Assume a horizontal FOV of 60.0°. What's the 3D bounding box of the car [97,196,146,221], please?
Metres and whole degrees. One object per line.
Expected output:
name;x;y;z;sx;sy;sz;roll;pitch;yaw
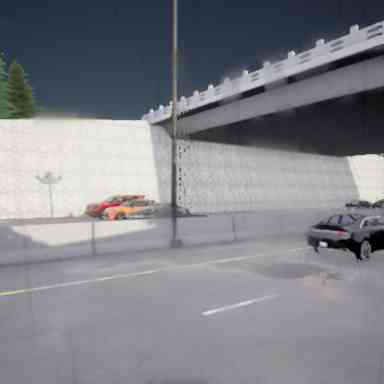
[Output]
car;-4.716;1.414;26.423;4.553;1.767;2.097;0;0;-35

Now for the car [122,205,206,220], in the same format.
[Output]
car;-1.503;1.657;20.118;4.718;1.301;1.895;0;0;-35

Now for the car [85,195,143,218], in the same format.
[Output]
car;-6.506;1.285;29.447;5.566;2.045;2.150;0;0;-35

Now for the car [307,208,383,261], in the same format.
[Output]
car;6.397;1.559;12.609;4.902;1.511;2.128;0;0;-35

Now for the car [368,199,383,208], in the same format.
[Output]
car;29.413;1.795;50.730;4.892;1.490;1.837;0;0;-35

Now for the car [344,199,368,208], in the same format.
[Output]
car;26.519;1.833;52.962;5.357;1.411;2.033;0;0;-35

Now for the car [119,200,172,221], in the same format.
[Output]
car;-2.340;1.556;23.819;4.902;1.511;2.128;0;0;-35
